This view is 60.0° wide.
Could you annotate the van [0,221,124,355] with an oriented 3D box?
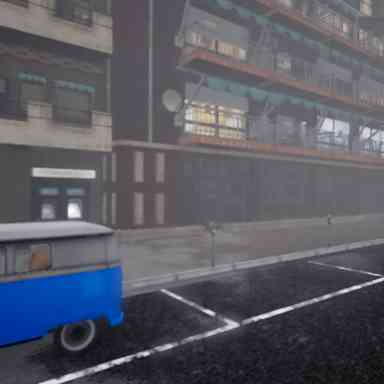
[{"bbox_3d":[-2.922,1.341,4.468,3.998,1.788,1.690,0,0,-35],"label":"van"}]
